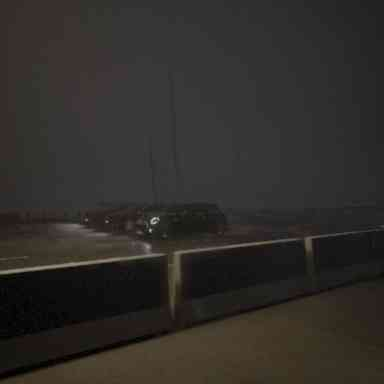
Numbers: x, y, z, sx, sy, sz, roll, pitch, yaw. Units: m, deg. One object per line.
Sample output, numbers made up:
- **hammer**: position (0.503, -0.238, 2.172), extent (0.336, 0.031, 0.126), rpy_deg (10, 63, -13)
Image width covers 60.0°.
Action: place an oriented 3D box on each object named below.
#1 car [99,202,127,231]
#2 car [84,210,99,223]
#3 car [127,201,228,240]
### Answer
- **car**: position (-2.510, 1.380, 19.109), extent (4.892, 1.490, 1.837), rpy_deg (1, 0, -33)
- **car**: position (-4.306, 1.367, 22.117), extent (5.357, 1.411, 2.033), rpy_deg (0, 0, -33)
- **car**: position (-0.482, 1.254, 16.251), extent (4.553, 1.767, 2.097), rpy_deg (0, 0, -33)
